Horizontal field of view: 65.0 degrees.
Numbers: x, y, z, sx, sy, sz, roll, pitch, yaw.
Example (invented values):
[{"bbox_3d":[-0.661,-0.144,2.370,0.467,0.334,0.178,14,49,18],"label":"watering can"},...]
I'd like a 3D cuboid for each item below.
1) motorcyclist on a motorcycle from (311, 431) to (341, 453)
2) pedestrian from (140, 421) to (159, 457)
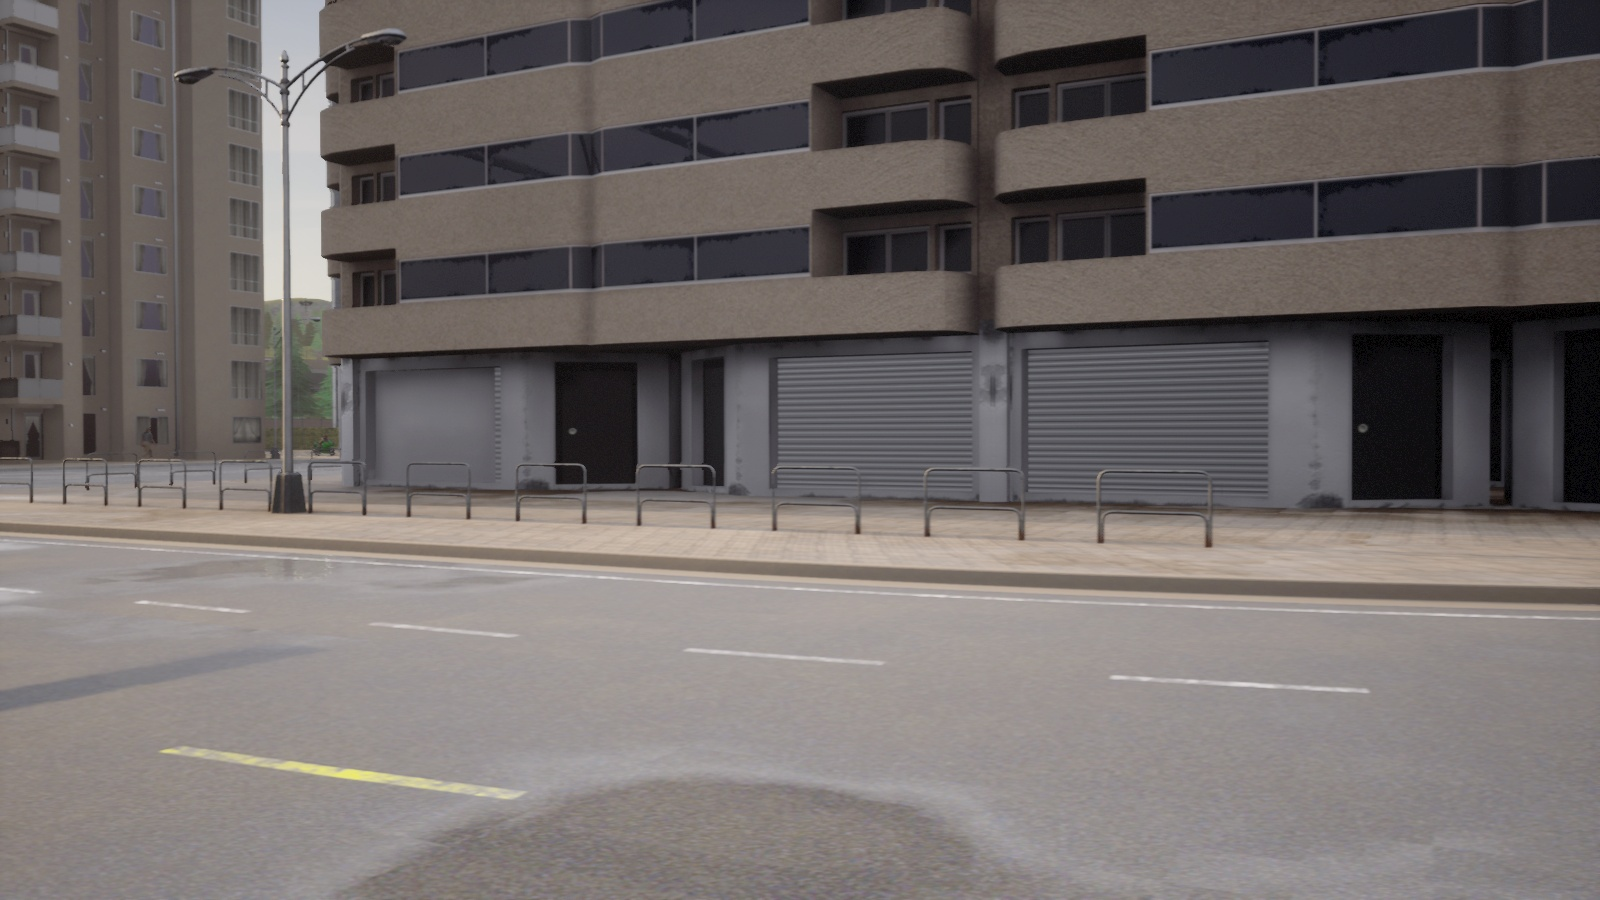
[{"bbox_3d":[-32.839,-0.582,86.940,2.044,1.523,0.797,1,1,27],"label":"motorcyclist on a motorcycle"},{"bbox_3d":[-33.273,-0.564,64.213,0.540,1.848,0.694,1,1,26],"label":"pedestrian"}]
